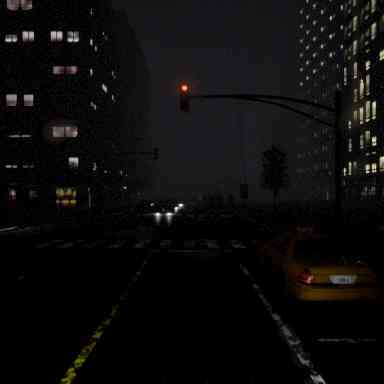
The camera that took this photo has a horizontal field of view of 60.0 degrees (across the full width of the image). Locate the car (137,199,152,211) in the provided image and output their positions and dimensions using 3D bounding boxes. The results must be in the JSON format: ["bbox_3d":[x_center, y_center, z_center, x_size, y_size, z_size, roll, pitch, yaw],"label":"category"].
[{"bbox_3d":[-5.621,1.568,40.501,2.008,1.369,4.403,0,0,0],"label":"car"}]

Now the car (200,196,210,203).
[{"bbox_3d":[2.818,1.611,73.645,1.887,1.381,4.507,0,0,0],"label":"car"}]

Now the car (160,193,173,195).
[{"bbox_3d":[-5.572,1.497,68.134,1.967,1.590,4.097,0,0,0],"label":"car"}]

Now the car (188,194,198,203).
[{"bbox_3d":[0.227,1.564,69.578,1.837,1.490,4.892,0,0,0],"label":"car"}]

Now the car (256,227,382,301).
[{"bbox_3d":[2.701,1.526,8.243,1.752,1.417,4.829,0,0,0],"label":"car"}]

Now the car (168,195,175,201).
[{"bbox_3d":[-5.532,1.624,90.070,1.752,1.417,4.829,0,0,0],"label":"car"}]

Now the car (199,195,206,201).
[{"bbox_3d":[2.849,1.625,90.395,1.752,1.417,4.829,0,0,0],"label":"car"}]

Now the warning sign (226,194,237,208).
[{"bbox_3d":[5.151,1.135,43.738,1.300,1.860,1.060,0,0,0],"label":"warning sign"}]

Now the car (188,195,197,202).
[{"bbox_3d":[0.143,1.603,79.736,2.128,1.511,4.902,0,0,0],"label":"car"}]

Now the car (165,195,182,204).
[{"bbox_3d":[-3.003,1.592,50.800,1.994,1.385,4.181,0,0,0],"label":"car"}]

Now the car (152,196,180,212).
[{"bbox_3d":[-2.998,1.563,38.897,2.033,1.411,5.357,0,0,3],"label":"car"}]

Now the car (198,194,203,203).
[{"bbox_3d":[2.797,1.362,62.591,2.192,1.841,5.009,0,0,0],"label":"car"}]

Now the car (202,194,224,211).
[{"bbox_3d":[2.758,1.332,40.486,2.192,1.841,5.009,0,0,0],"label":"car"}]

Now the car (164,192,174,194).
[{"bbox_3d":[-5.553,1.517,79.187,1.967,1.590,4.097,0,0,0],"label":"car"}]

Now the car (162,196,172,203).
[{"bbox_3d":[-5.562,1.648,73.661,1.802,1.307,4.206,0,0,0],"label":"car"}]

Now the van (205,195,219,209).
[{"bbox_3d":[2.768,1.364,46.012,1.690,1.788,3.998,0,0,0],"label":"van"}]
